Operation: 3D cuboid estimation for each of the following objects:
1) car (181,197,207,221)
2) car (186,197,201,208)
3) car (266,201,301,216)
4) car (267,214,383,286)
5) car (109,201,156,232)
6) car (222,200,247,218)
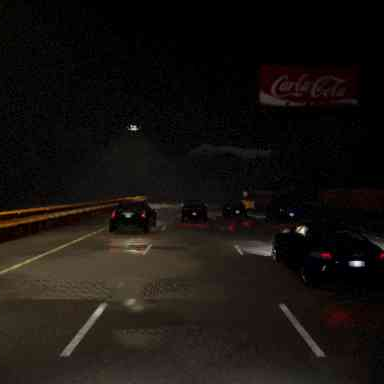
[{"bbox_3d":[0.167,1.390,26.083,1.882,1.535,5.008,0,0,0],"label":"car"},{"bbox_3d":[0.200,1.394,46.053,2.033,1.411,5.357,0,0,0],"label":"car"},{"bbox_3d":[7.166,1.442,26.195,1.812,1.442,4.674,0,0,0],"label":"car"},{"bbox_3d":[3.630,1.535,9.317,1.994,1.385,4.181,0,0,0],"label":"car"},{"bbox_3d":[-3.346,1.283,19.597,2.097,1.767,4.553,0,0,0],"label":"car"},{"bbox_3d":[3.673,1.430,29.219,1.812,1.442,4.674,0,0,0],"label":"car"}]
